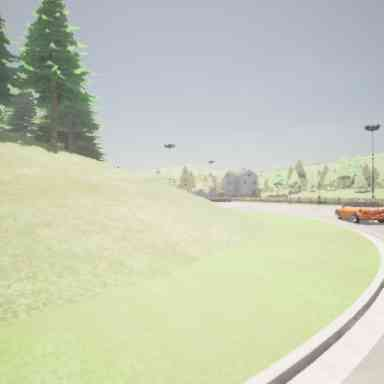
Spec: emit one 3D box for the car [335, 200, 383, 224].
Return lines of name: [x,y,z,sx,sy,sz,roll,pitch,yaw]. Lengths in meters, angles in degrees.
car: [13.020,1.442,26.061,2.097,1.767,4.553,0,0,2]

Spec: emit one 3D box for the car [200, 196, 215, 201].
car: [4.264,1.839,92.937,2.033,1.411,5.357,0,0,-22]

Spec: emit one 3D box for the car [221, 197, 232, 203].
car: [8.144,1.919,83.266,2.128,1.511,4.902,0,0,-22]

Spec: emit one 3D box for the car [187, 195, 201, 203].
car: [1.026,1.659,91.607,2.097,1.767,4.553,0,0,-22]

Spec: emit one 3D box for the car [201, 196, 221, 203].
car: [4.729,1.998,82.377,1.895,1.301,4.718,0,0,-22]
